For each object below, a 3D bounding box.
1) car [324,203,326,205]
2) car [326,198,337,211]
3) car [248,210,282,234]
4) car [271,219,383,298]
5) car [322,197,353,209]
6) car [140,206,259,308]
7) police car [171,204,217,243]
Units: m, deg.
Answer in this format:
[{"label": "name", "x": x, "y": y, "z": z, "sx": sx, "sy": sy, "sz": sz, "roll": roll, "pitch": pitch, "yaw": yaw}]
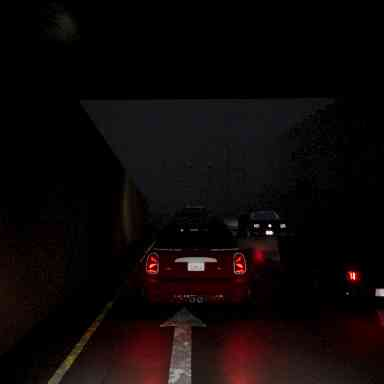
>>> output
[{"label": "car", "x": 17.516, "y": 1.453, "z": 39.950, "sx": 2.038, "sy": 1.542, "sz": 4.974, "roll": 0, "pitch": 0, "yaw": 45}, {"label": "car", "x": 17.414, "y": 1.453, "z": 35.343, "sx": 2.038, "sy": 1.542, "sz": 4.974, "roll": 0, "pitch": 0, "yaw": -35}, {"label": "car", "x": 3.591, "y": 1.601, "z": 17.628, "sx": 1.895, "sy": 1.301, "sz": 4.718, "roll": 0, "pitch": 0, "yaw": 0}, {"label": "car", "x": 3.603, "y": 1.601, "z": 8.471, "sx": 1.895, "sy": 1.301, "sz": 4.718, "roll": 0, "pitch": 0, "yaw": 0}, {"label": "car", "x": 17.553, "y": 1.295, "z": 39.987, "sx": 1.853, "sy": 1.218, "sz": 4.536, "roll": 0, "pitch": 0, "yaw": 45}, {"label": "car", "x": 0.079, "y": 1.352, "z": 8.055, "sx": 2.097, "sy": 1.767, "sz": 4.553, "roll": 0, "pitch": 0, "yaw": 0}, {"label": "police car", "x": 0.087, "y": 1.504, "z": 17.180, "sx": 2.038, "sy": 1.542, "sz": 4.974, "roll": 0, "pitch": 0, "yaw": 0}]
